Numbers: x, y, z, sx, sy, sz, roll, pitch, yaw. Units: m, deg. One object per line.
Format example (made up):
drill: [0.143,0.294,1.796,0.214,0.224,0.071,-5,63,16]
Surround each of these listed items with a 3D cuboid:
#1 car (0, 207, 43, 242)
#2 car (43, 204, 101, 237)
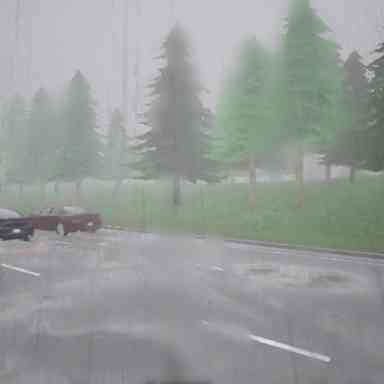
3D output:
car: [-8.984,1.389,14.764,5.008,1.535,1.882,1,0,37]
car: [-6.902,1.390,17.578,5.008,1.535,1.882,1,0,37]
